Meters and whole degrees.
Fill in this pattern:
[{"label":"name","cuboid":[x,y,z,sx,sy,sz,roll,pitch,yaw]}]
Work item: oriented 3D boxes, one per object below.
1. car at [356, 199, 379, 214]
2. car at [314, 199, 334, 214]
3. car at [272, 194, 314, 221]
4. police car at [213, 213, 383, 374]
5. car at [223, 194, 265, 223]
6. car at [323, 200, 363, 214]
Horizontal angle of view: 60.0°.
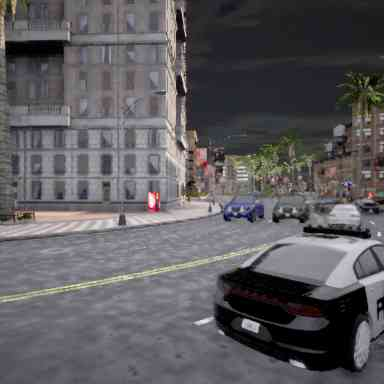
[{"label":"car","cuboid":[17.608,1.487,34.406,1.837,1.490,4.892,0,0,9]},{"label":"car","cuboid":[14.200,1.470,35.239,2.128,1.511,4.902,0,0,9]},{"label":"car","cuboid":[7.530,1.206,24.827,2.150,2.045,5.566,0,0,24]},{"label":"police car","cuboid":[2.591,1.421,5.867,5.238,1.638,1.930,0,1,-44]},{"label":"car","cuboid":[4.197,1.203,25.941,2.150,2.045,5.566,0,0,25]},{"label":"car","cuboid":[9.714,1.513,21.164,1.812,1.442,4.674,0,0,27]}]
